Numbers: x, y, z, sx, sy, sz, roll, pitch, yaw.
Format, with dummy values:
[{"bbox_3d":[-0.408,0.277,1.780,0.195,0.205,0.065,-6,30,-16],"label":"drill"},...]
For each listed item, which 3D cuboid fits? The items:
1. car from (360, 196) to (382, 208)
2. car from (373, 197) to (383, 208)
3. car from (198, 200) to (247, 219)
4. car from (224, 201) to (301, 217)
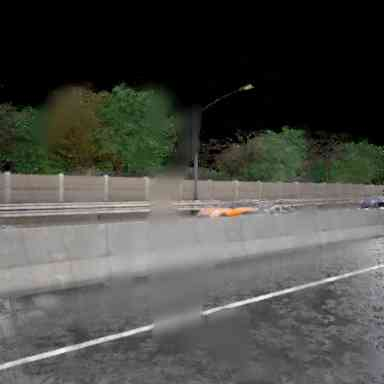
[{"bbox_3d":[25.542,1.367,46.788,4.553,1.767,2.097,0,0,-38],"label":"car"},{"bbox_3d":[7.491,1.223,9.068,5.566,2.045,2.150,0,0,-35],"label":"car"},{"bbox_3d":[2.591,1.352,22.997,4.553,1.767,2.097,0,0,-35],"label":"car"},{"bbox_3d":[4.628,1.492,20.152,4.902,1.511,2.128,0,0,-35],"label":"car"}]
